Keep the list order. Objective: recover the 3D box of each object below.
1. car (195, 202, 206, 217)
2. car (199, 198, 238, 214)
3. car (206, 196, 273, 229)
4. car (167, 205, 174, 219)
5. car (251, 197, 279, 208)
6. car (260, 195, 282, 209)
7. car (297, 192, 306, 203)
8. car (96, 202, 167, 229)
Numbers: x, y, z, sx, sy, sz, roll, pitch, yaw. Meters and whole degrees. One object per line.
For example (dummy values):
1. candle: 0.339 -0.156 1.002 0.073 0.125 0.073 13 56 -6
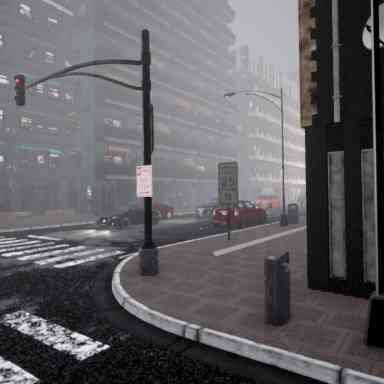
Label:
1. car: 2.159 1.312 28.764 2.128 1.511 4.902 -1 0 37
2. car: 2.792 1.384 33.996 2.008 1.369 4.403 -1 0 36
3. car: 2.932 1.201 19.842 1.967 1.590 4.097 -1 0 36
4. car: -3.259 1.459 25.906 1.887 1.381 4.507 -1 0 36
5. car: 9.497 1.311 43.129 1.947 1.339 4.313 -1 0 36
6. car: 8.178 1.094 36.920 2.097 1.767 4.553 -1 -1 37
7. car: 19.550 0.931 56.827 2.192 1.841 5.009 -1 0 36
8. car: -3.846 1.464 20.592 1.994 1.385 4.181 -1 0 36
